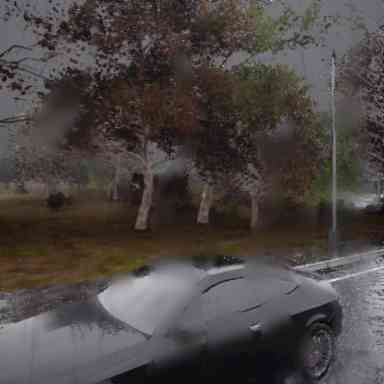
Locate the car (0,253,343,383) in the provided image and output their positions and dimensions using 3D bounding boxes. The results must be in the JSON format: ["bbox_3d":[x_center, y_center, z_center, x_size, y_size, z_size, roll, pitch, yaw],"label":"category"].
[{"bbox_3d":[-0.047,1.541,3.953,4.674,1.442,1.812,0,0,-35],"label":"car"}]
